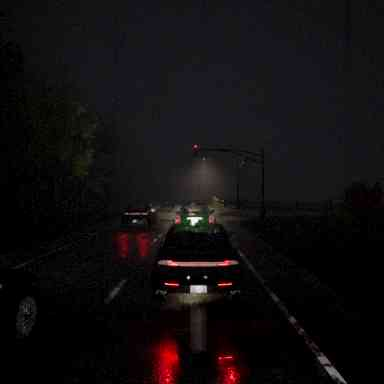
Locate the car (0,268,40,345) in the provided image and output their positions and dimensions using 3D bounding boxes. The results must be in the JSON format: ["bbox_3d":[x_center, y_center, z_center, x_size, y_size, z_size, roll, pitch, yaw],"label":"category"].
[{"bbox_3d":[-3.392,1.492,3.530,2.128,1.511,4.902,0,0,0],"label":"car"}]

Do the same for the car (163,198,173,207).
[{"bbox_3d":[-3.311,1.554,46.972,2.033,1.411,5.357,0,0,0],"label":"car"}]

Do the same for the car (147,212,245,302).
[{"bbox_3d":[0.116,1.494,8.270,2.128,1.511,4.902,0,0,0],"label":"car"}]

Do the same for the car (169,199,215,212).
[{"bbox_3d":[0.132,1.356,17.420,2.097,1.767,4.553,0,0,0],"label":"car"}]

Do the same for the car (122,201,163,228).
[{"bbox_3d":[-3.358,1.496,21.984,2.128,1.511,4.902,0,0,0],"label":"car"}]
